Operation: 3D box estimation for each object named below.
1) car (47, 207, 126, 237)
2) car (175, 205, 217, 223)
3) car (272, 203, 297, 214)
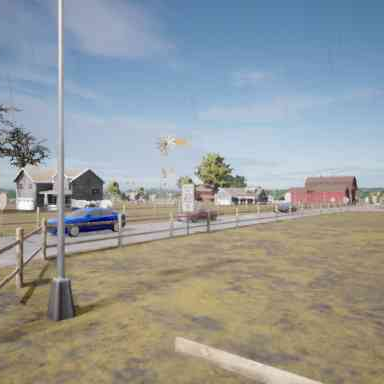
[{"bbox_3d":[-6.166,1.682,19.752,1.882,1.535,5.008,0,0,34],"label":"car"},{"bbox_3d":[0.485,1.880,29.054,1.812,1.442,4.674,0,0,36],"label":"car"},{"bbox_3d":[12.952,2.247,46.246,2.033,1.411,5.357,0,-1,36],"label":"car"}]
